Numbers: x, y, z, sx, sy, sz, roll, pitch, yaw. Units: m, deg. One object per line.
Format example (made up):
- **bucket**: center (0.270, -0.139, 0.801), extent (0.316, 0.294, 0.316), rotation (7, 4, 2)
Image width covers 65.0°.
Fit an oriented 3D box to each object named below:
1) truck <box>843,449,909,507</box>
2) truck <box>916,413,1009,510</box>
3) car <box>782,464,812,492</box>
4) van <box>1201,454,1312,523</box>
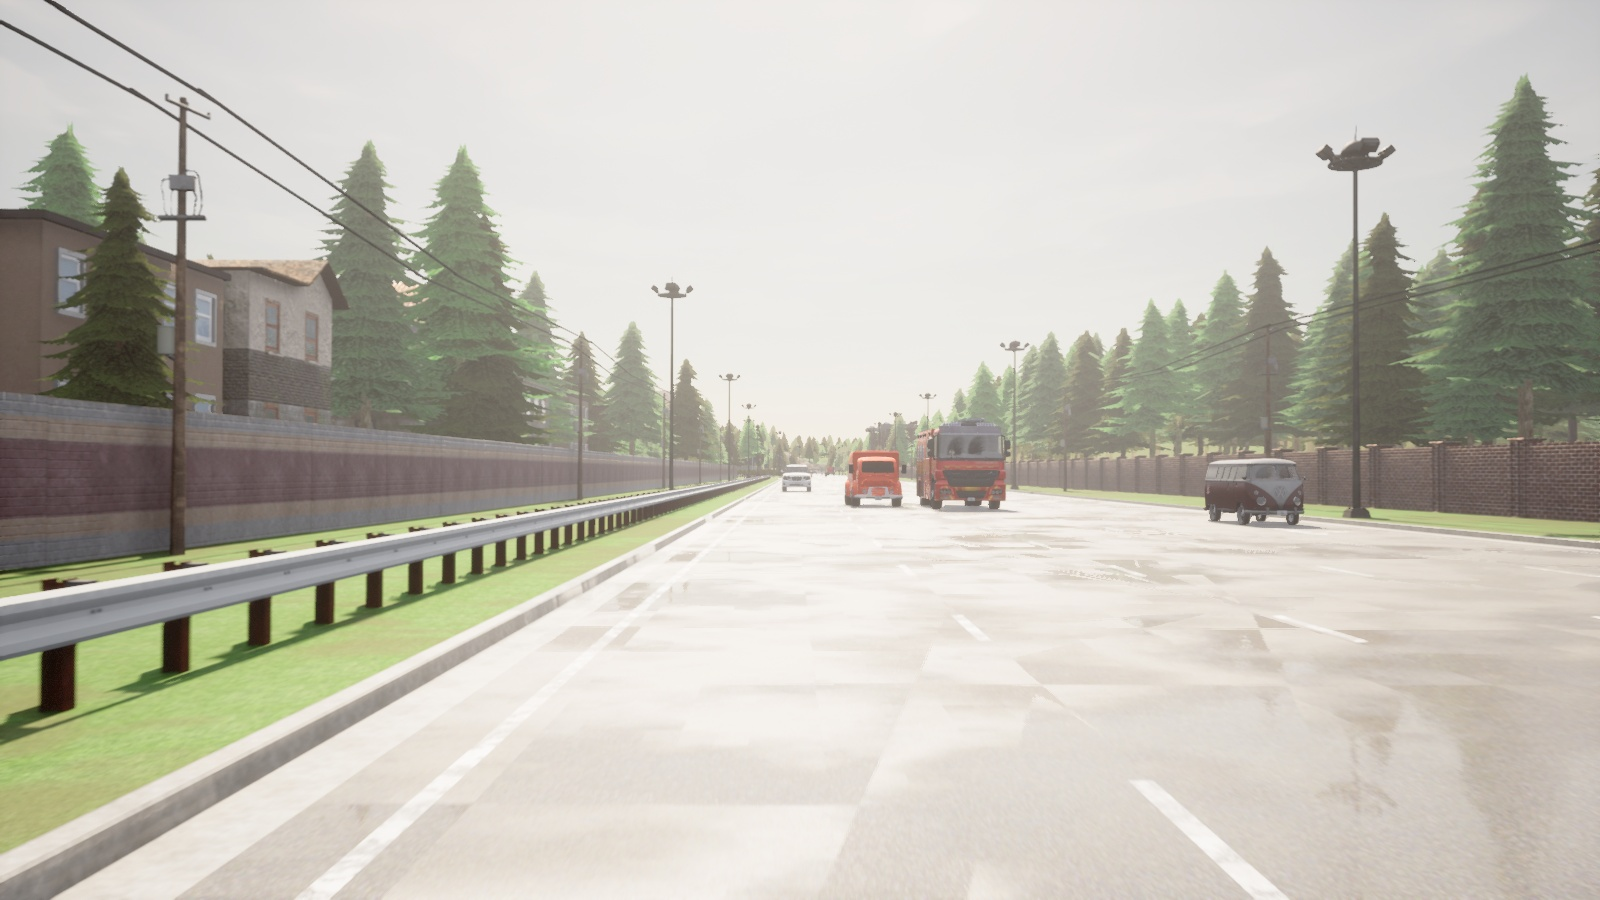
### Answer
- **truck**: center (3.362, 1.260, 56.513), extent (2.627, 2.467, 5.204), rotation (0, -1, 0)
- **truck**: center (6.865, 0.531, 54.281), extent (2.891, 3.827, 8.468), rotation (0, -1, 0)
- **car**: center (-0.229, 2.124, 94.971), extent (2.150, 2.045, 5.566), rotation (0, -1, 0)
- **van**: center (13.906, 1.157, 38.537), extent (1.775, 1.987, 4.442), rotation (0, -1, 0)
